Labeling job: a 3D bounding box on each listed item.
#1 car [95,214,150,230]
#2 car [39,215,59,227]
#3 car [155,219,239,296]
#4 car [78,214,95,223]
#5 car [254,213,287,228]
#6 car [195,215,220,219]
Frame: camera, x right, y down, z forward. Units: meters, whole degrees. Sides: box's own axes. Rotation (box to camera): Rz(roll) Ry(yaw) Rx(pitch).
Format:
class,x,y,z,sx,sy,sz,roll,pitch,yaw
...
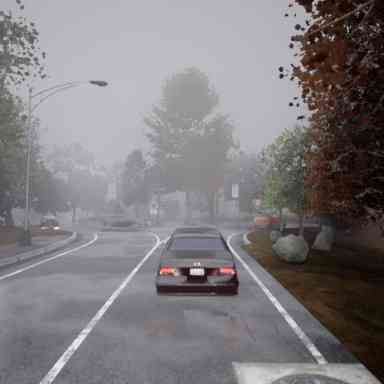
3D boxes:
class,x,y,z,sx,sy,sz,roll,pitch,yaw
car,-6.481,2.925,32.567,4.902,1.511,2.128,-1,-4,15
car,-17.601,3.541,40.922,1.812,1.442,4.674,2,-5,-27
car,0.126,1.679,9.020,2.033,1.411,5.357,0,-2,1
car,-17.173,4.597,57.105,1.882,1.535,5.008,-4,-4,34
car,8.728,3.086,36.870,2.097,1.767,4.553,-3,-5,40
car,2.979,5.108,63.936,4.892,1.490,1.837,0,-4,21
